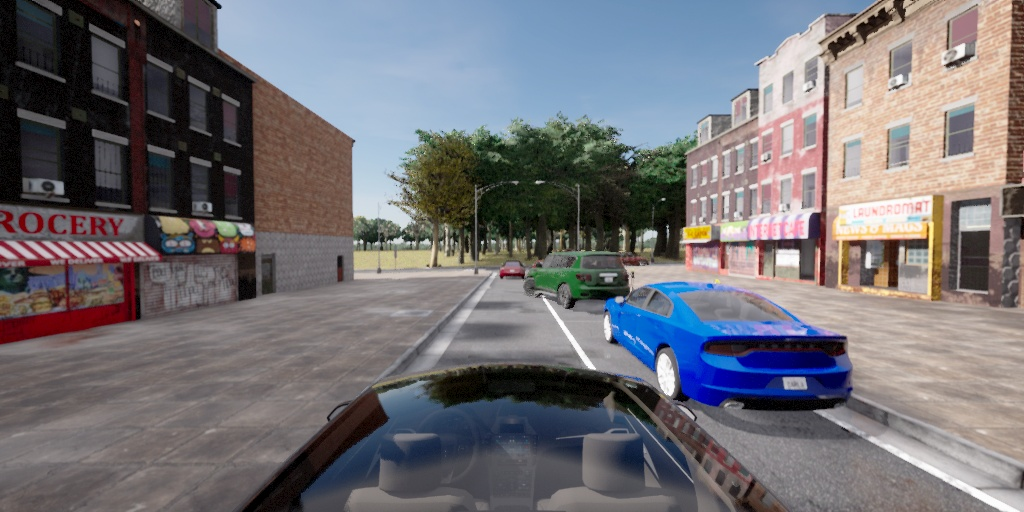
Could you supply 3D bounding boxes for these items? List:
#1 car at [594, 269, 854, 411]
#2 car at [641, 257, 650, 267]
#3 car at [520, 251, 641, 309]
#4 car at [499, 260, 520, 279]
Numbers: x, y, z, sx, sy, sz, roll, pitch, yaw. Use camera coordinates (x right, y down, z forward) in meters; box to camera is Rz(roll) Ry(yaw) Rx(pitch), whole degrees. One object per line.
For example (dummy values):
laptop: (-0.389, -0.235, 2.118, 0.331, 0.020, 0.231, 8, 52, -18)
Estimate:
car: (3.019, 1.176, 6.298, 1.882, 1.535, 5.008, 0, 1, 0)
car: (12.871, 0.386, 40.002, 4.553, 1.767, 2.097, -1, 2, 1)
car: (2.375, 0.834, 14.384, 2.150, 2.045, 5.566, 0, 1, -18)
car: (0.072, 1.030, 28.193, 1.994, 1.385, 4.181, 0, 1, 1)
